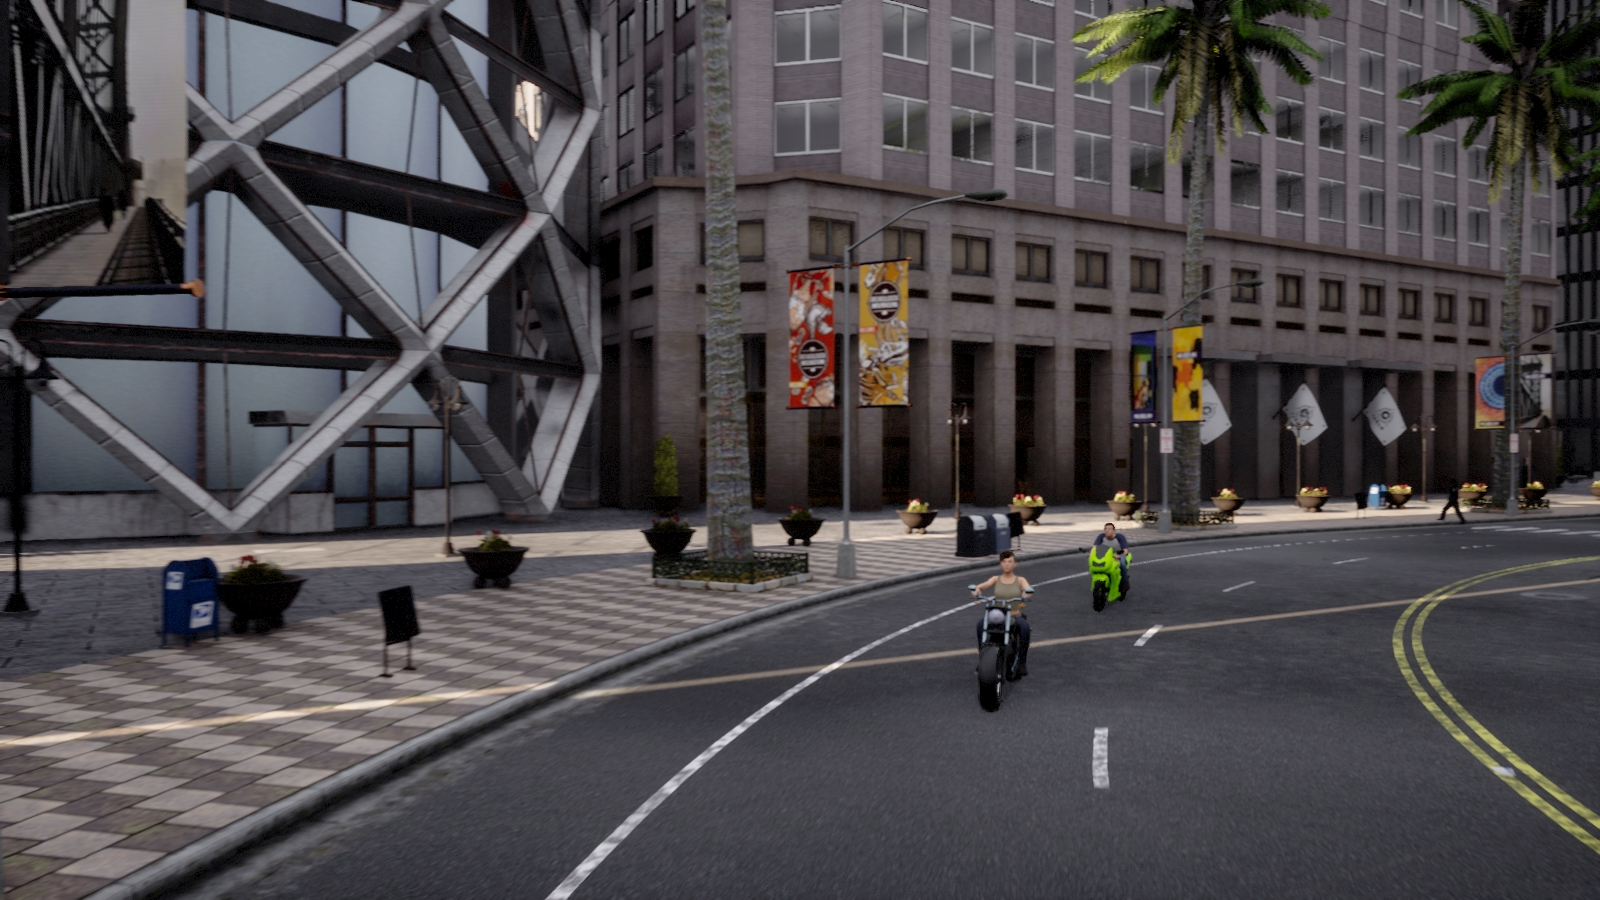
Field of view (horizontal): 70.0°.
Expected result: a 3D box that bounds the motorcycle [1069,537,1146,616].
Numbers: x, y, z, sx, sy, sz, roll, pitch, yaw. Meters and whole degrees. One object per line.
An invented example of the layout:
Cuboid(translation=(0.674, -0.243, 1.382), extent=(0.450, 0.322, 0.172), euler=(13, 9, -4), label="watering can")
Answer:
Cuboid(translation=(5.491, 2.216, 20.315), extent=(0.803, 1.145, 2.033), euler=(1, 1, 30), label="motorcycle")

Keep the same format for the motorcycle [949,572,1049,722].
Cuboid(translation=(2.319, 2.172, 13.086), extent=(0.764, 1.277, 2.356), euler=(0, 0, 19), label="motorcycle")

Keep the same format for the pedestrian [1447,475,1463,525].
Cuboid(translation=(24.528, 1.864, 42.785), extent=(0.375, 1.860, 0.375), euler=(0, 0, -36), label="pedestrian")
